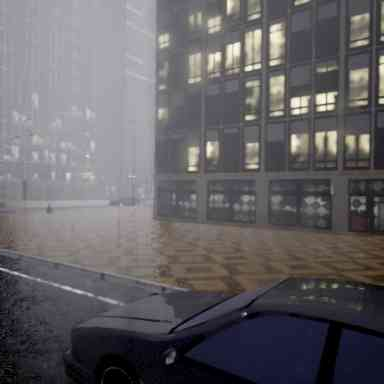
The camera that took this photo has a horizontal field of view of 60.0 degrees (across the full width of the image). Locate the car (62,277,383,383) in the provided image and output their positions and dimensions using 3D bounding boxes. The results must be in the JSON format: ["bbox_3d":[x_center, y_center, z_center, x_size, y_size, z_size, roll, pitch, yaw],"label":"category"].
[{"bbox_3d":[1.187,1.543,2.838,5.357,1.411,2.033,1,0,36],"label":"car"}]

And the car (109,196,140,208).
[{"bbox_3d":[-9.495,1.372,46.950,1.837,1.490,4.892,1,1,37],"label":"car"}]
